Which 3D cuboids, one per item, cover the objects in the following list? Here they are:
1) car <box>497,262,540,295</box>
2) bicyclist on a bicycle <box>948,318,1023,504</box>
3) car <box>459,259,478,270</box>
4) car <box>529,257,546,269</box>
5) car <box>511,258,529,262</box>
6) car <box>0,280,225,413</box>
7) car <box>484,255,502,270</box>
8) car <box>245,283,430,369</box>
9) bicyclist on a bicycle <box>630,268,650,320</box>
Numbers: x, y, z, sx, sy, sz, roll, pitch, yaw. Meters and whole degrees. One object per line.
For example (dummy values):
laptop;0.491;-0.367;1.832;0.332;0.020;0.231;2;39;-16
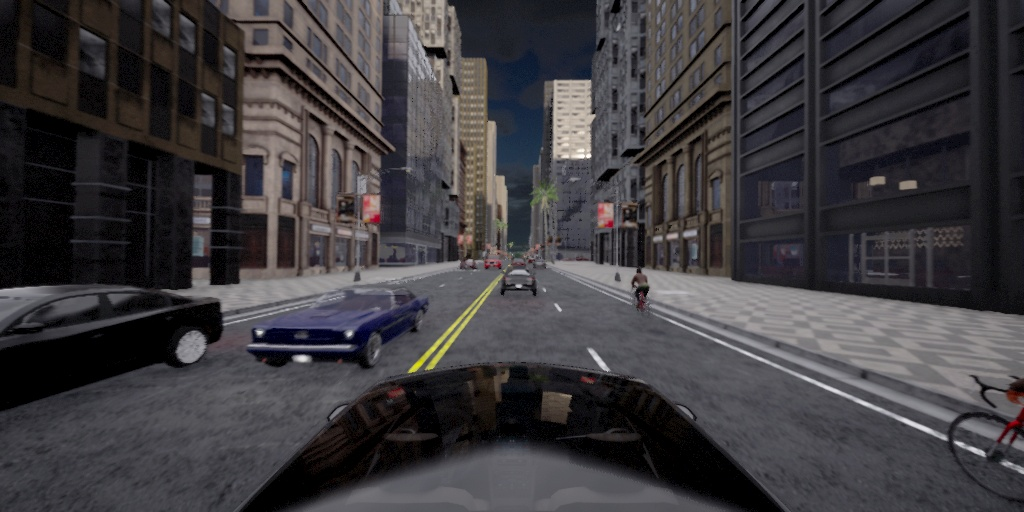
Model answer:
car;0.370;1.267;19.602;1.812;1.442;4.674;1;0;1
bicyclist on a bicycle;4.128;1.245;2.585;0.582;1.620;1.656;1;0;1
car;-5.816;1.112;48.281;1.812;1.442;4.674;1;0;1
car;4.221;1.149;55.586;2.128;1.511;4.902;1;0;1
car;0.899;0.994;50.920;2.097;1.767;4.553;1;0;1
car;-6.578;1.162;4.880;1.882;1.535;5.008;1;0;1
car;-2.558;0.837;49.072;2.150;2.045;5.566;1;0;1
car;-3.280;1.317;7.867;1.895;1.301;4.718;1;0;1
bicyclist on a bicycle;4.286;1.243;11.995;0.582;1.620;1.656;1;0;1
